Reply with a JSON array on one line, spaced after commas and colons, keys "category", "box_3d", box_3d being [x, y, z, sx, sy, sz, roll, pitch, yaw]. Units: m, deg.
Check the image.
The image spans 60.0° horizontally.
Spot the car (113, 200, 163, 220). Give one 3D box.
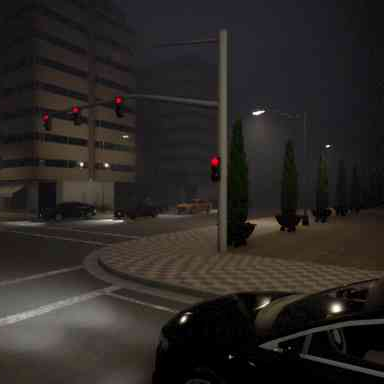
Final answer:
[{"category": "car", "box_3d": [-4.851, 1.619, 29.072, 1.994, 1.385, 4.181, 0, 0, 35]}]

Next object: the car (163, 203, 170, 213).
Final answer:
[{"category": "car", "box_3d": [-4.605, 1.603, 35.485, 2.033, 1.411, 5.357, 0, 0, 35]}]

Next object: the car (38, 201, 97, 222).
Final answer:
[{"category": "car", "box_3d": [-10.226, 1.560, 27.528, 1.837, 1.490, 4.892, 0, 0, 35]}]

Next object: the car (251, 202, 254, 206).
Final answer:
[{"category": "car", "box_3d": [6.780, 1.547, 45.506, 2.128, 1.511, 4.902, 0, 0, 35]}]

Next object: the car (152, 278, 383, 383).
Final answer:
[{"category": "car", "box_3d": [1.834, 1.492, 2.665, 4.902, 1.511, 2.128, 0, 0, 36]}]

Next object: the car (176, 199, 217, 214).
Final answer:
[{"category": "car", "box_3d": [0.300, 1.533, 36.359, 1.882, 1.535, 5.008, 0, 0, 35]}]
